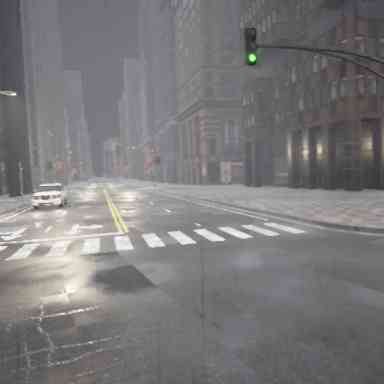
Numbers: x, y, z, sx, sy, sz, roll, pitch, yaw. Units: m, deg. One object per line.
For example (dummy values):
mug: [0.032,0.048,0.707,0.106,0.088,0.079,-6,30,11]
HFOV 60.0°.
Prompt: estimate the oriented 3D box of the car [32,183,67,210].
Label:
car: [-12.044,0.293,28.348,2.150,2.045,5.566,-3,3,-16]
